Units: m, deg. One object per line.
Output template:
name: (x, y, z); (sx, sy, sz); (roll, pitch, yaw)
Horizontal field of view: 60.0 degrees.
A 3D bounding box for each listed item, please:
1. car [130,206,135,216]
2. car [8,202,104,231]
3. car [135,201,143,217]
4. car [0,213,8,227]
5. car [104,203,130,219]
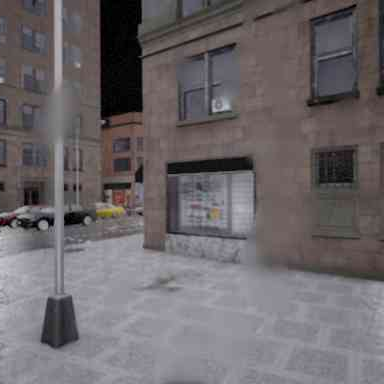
car: (-4.245, 1.494, 31.038); (1.802, 1.307, 4.206); (0, 1, 36)
car: (-8.302, 1.465, 20.786); (1.882, 1.535, 5.008); (-1, 0, 35)
car: (-2.410, 1.416, 28.881); (1.812, 1.442, 4.674); (-1, 0, 36)
car: (-10.701, 1.563, 22.149); (1.887, 1.381, 4.507); (0, 1, 36)
car: (-7.573, 1.492, 26.455); (1.752, 1.417, 4.829); (0, 1, 36)
